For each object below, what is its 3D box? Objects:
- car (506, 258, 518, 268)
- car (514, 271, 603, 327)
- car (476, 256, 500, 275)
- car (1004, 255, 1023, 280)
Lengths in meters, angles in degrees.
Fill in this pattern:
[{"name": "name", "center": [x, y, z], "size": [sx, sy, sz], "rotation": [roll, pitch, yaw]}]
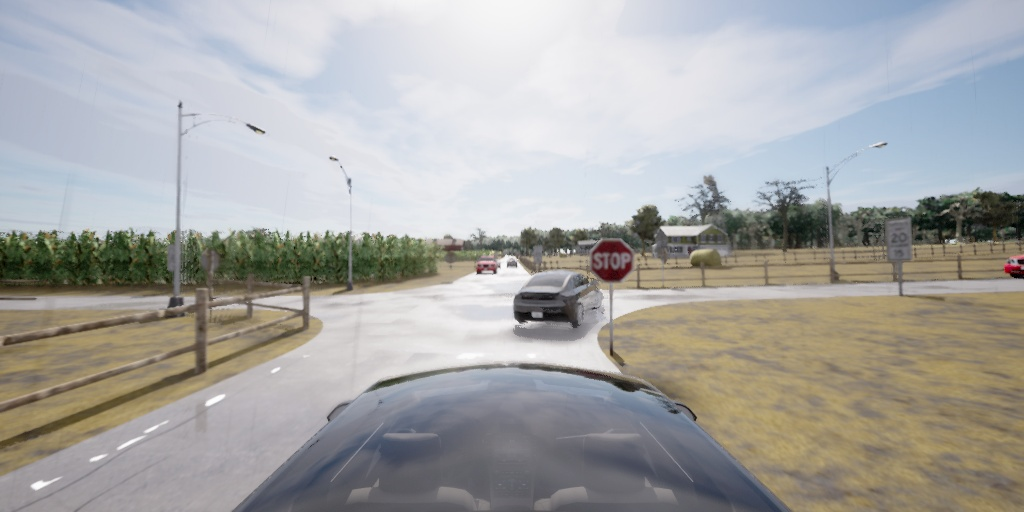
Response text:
[{"name": "car", "center": [0.015, 1.263, 62.846], "size": [2.128, 1.511, 4.902], "rotation": [0, 0, 0]}, {"name": "car", "center": [1.623, 1.235, 11.738], "size": [1.837, 1.490, 4.892], "rotation": [-2, 1, 23]}, {"name": "car", "center": [-2.829, 1.010, 41.230], "size": [2.150, 2.045, 5.566], "rotation": [0, 0, 0]}, {"name": "car", "center": [29.795, 0.191, 18.909], "size": [5.566, 2.045, 2.150], "rotation": [-2, -2, 0]}]
